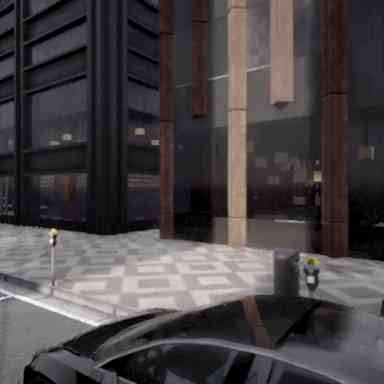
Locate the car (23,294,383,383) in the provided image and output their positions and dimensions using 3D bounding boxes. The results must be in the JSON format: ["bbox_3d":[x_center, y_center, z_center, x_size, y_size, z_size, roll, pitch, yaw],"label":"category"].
[{"bbox_3d":[0.433,1.566,2.656,4.313,1.339,1.947,0,0,36],"label":"car"}]
